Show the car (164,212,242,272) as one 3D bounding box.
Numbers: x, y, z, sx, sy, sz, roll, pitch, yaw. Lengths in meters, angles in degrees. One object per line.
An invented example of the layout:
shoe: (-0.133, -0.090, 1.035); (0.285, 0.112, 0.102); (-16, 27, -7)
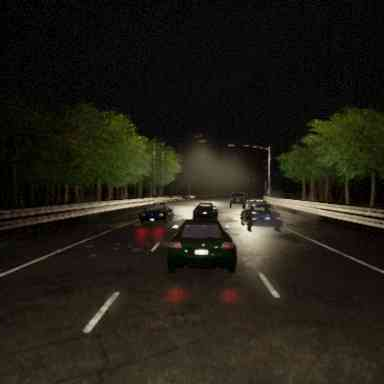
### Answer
car: (0.310, 1.561, 10.797); (1.994, 1.385, 4.181); (0, 0, 2)

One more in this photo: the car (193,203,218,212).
car: (1.120, 1.555, 27.089); (1.994, 1.385, 4.181); (0, 0, 4)

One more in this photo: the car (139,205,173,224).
car: (-2.557, 1.589, 24.773); (1.895, 1.301, 4.718); (0, 0, 4)

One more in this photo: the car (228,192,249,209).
car: (6.163, 1.082, 45.221); (2.150, 2.045, 5.566); (0, 0, 6)

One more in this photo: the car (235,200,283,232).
car: (4.023, 1.426, 19.859); (2.033, 1.411, 5.357); (0, 0, 2)

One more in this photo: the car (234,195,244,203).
car: (10.058, 1.401, 71.118); (1.882, 1.535, 5.008); (0, 0, 11)
